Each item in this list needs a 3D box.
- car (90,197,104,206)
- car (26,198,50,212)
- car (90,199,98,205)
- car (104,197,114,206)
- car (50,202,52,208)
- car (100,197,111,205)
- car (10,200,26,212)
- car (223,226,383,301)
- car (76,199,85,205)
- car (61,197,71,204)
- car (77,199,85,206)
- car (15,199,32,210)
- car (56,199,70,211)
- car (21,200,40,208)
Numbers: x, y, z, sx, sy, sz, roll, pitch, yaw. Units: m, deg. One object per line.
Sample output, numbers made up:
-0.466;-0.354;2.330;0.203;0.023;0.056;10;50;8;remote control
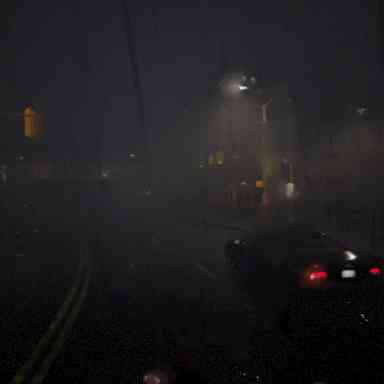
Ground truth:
-23.225;2.263;80.743;2.150;2.045;5.566;0;-1;-19;car
-24.260;1.980;52.647;2.150;2.045;5.566;0;-1;-20;car
-26.695;2.659;90.522;1.994;1.385;4.181;0;-1;-20;car
-21.217;2.659;84.530;1.895;1.301;4.718;0;-1;-20;car
-29.577;2.456;67.381;1.837;1.490;4.892;0;-1;-20;car
-23.794;2.388;91.467;2.435;2.045;5.566;0;-1;-20;car
-27.109;2.256;52.130;2.097;1.535;5.008;0;-1;-20;car
2.420;1.619;8.717;2.033;1.411;5.357;0;-1;-12;car
-29.986;2.647;89.331;2.128;1.511;4.902;0;-1;-20;car
-31.190;2.096;82.306;2.097;1.767;4.553;0;-1;-19;car
-26.649;2.654;79.936;1.895;1.301;4.718;0;-1;-19;car
-29.440;2.213;58.120;2.185;1.767;4.553;0;-1;-20;car
-20.849;2.263;53.508;1.812;1.442;4.674;0;-1;-20;car
-33.094;2.476;68.254;2.231;1.521;4.892;0;-1;-10;car
